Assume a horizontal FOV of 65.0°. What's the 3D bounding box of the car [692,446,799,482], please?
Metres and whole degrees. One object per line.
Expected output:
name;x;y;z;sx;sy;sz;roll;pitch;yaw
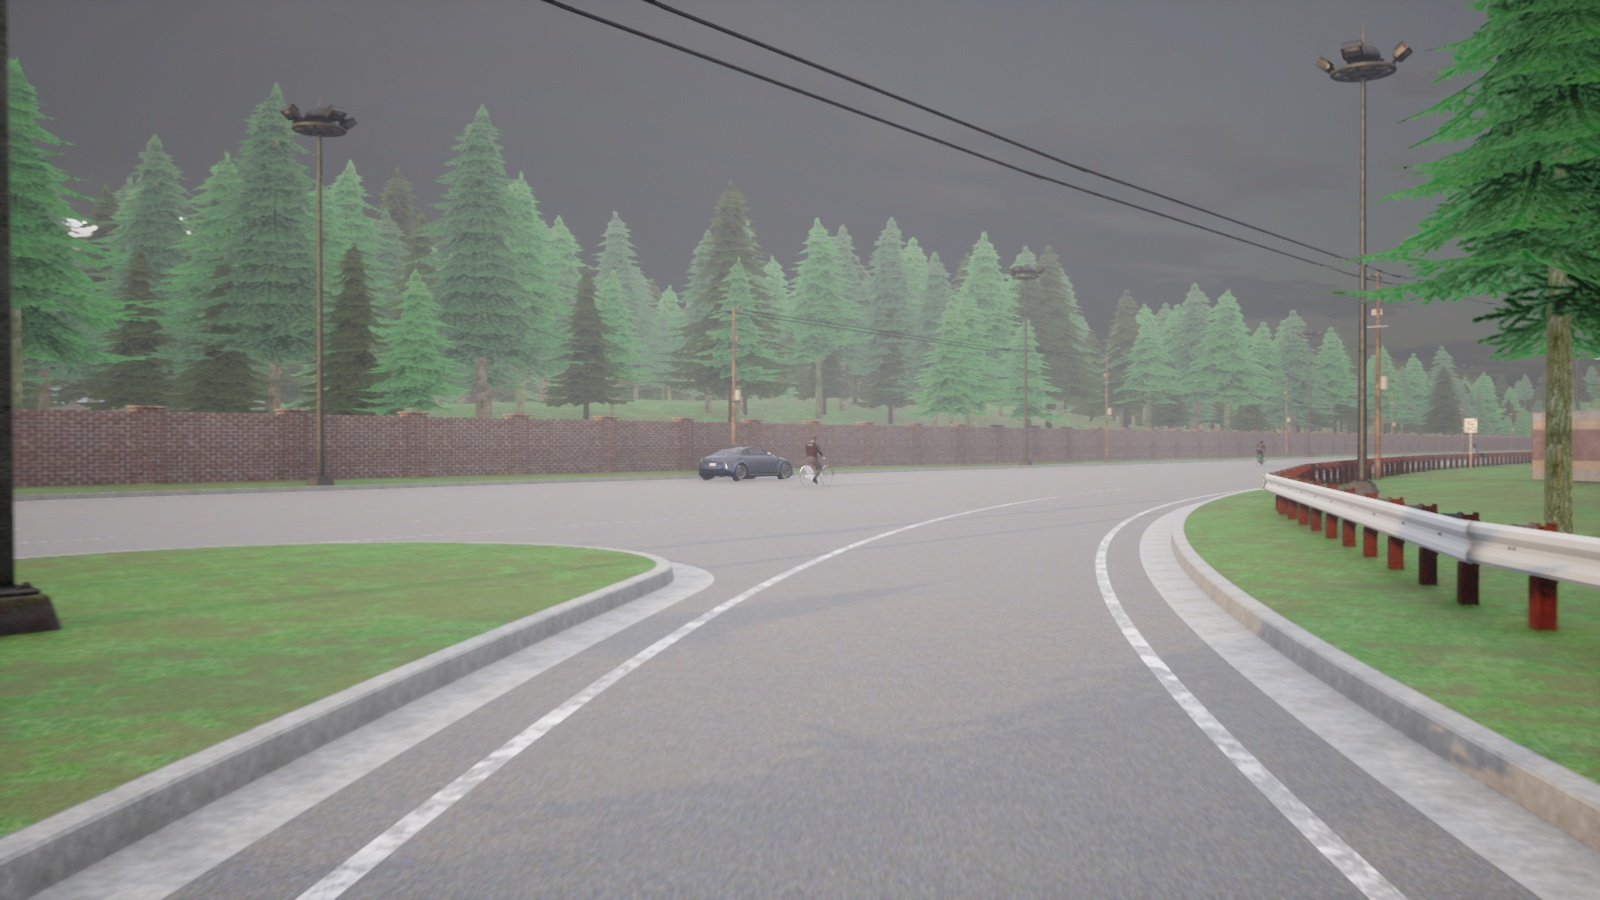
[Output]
car;-2.132;0.522;50.115;1.994;1.385;4.181;0;0;39

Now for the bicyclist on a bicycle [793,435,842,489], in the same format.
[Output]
bicyclist on a bicycle;0.591;0.377;42.305;0.659;1.776;1.843;0;1;38
